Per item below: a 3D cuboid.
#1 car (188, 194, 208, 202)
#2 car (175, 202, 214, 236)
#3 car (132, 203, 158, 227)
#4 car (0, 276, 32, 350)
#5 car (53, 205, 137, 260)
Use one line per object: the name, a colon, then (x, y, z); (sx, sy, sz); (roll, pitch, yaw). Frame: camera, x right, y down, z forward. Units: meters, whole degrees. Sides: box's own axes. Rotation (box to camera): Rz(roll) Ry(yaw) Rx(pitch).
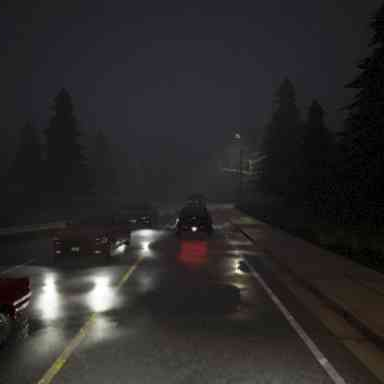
car: (0.658, 1.258, 39.671); (2.150, 2.045, 5.566); (0, 0, 2)
car: (0.135, 1.522, 18.473); (1.837, 1.490, 4.892); (0, 0, 1)
car: (-3.460, 1.525, 22.754); (1.837, 1.490, 4.892); (0, 0, 1)
car: (-3.597, 1.604, 3.293); (1.895, 1.301, 4.718); (0, 0, 0)
car: (-3.573, 1.489, 12.733); (1.882, 1.535, 5.008); (0, 0, 0)
